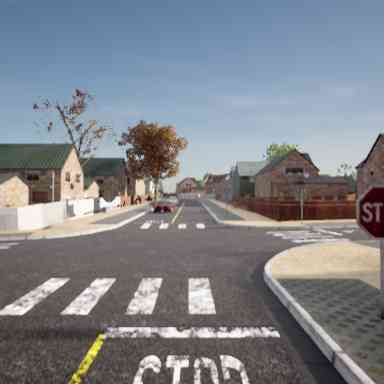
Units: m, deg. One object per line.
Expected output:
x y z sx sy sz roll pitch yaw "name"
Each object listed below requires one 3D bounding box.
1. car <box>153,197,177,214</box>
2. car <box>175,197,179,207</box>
-2.913 1.529 34.644 1.895 1.301 4.718 0 0 0 "car"
-2.931 1.411 49.144 1.812 1.442 4.674 0 0 0 "car"
